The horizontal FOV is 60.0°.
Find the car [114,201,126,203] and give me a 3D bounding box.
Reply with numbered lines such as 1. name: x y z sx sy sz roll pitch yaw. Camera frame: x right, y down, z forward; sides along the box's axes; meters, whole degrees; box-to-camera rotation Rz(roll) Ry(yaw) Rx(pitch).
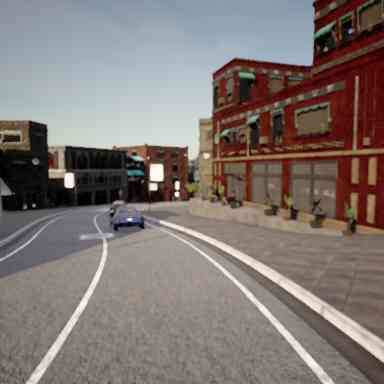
1. car: -8.637 1.755 39.930 1.812 1.442 4.674 -1 0 -7

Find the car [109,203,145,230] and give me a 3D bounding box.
1. car: -4.365 1.651 21.978 1.994 1.385 4.181 -2 0 -17
